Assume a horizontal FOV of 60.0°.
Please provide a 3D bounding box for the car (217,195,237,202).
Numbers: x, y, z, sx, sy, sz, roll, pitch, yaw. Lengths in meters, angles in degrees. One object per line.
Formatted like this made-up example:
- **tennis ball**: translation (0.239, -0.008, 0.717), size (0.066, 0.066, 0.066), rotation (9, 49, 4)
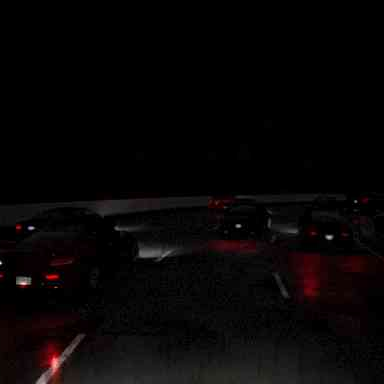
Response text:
- **car**: translation (4.501, 1.259, 27.933), size (2.033, 1.411, 5.357), rotation (0, 1, 34)

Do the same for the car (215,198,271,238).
- **car**: translation (2.835, 1.303, 16.874), size (1.882, 1.535, 5.008), rotation (0, 1, 19)

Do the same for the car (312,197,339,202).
- **car**: translation (13.287, 1.188, 32.786), size (4.674, 1.442, 1.812), rotation (-1, 1, -44)

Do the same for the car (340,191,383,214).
- **car**: translation (16.315, 0.902, 30.962), size (5.566, 2.045, 2.150), rotation (-1, 0, -43)

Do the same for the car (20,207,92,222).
- **car**: translation (-5.384, 1.393, 14.917), size (2.033, 1.411, 5.357), rotation (0, 1, 15)

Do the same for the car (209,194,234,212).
- **car**: translation (3.580, 1.014, 32.755), size (2.097, 1.767, 4.553), rotation (1, 1, 37)

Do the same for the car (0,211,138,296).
- **car**: translation (-2.806, 1.438, 8.389), size (1.812, 1.442, 4.674), rotation (0, 1, 7)

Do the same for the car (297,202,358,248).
- **car**: translation (5.500, 1.381, 13.991), size (1.812, 1.442, 4.674), rotation (0, 1, 16)
